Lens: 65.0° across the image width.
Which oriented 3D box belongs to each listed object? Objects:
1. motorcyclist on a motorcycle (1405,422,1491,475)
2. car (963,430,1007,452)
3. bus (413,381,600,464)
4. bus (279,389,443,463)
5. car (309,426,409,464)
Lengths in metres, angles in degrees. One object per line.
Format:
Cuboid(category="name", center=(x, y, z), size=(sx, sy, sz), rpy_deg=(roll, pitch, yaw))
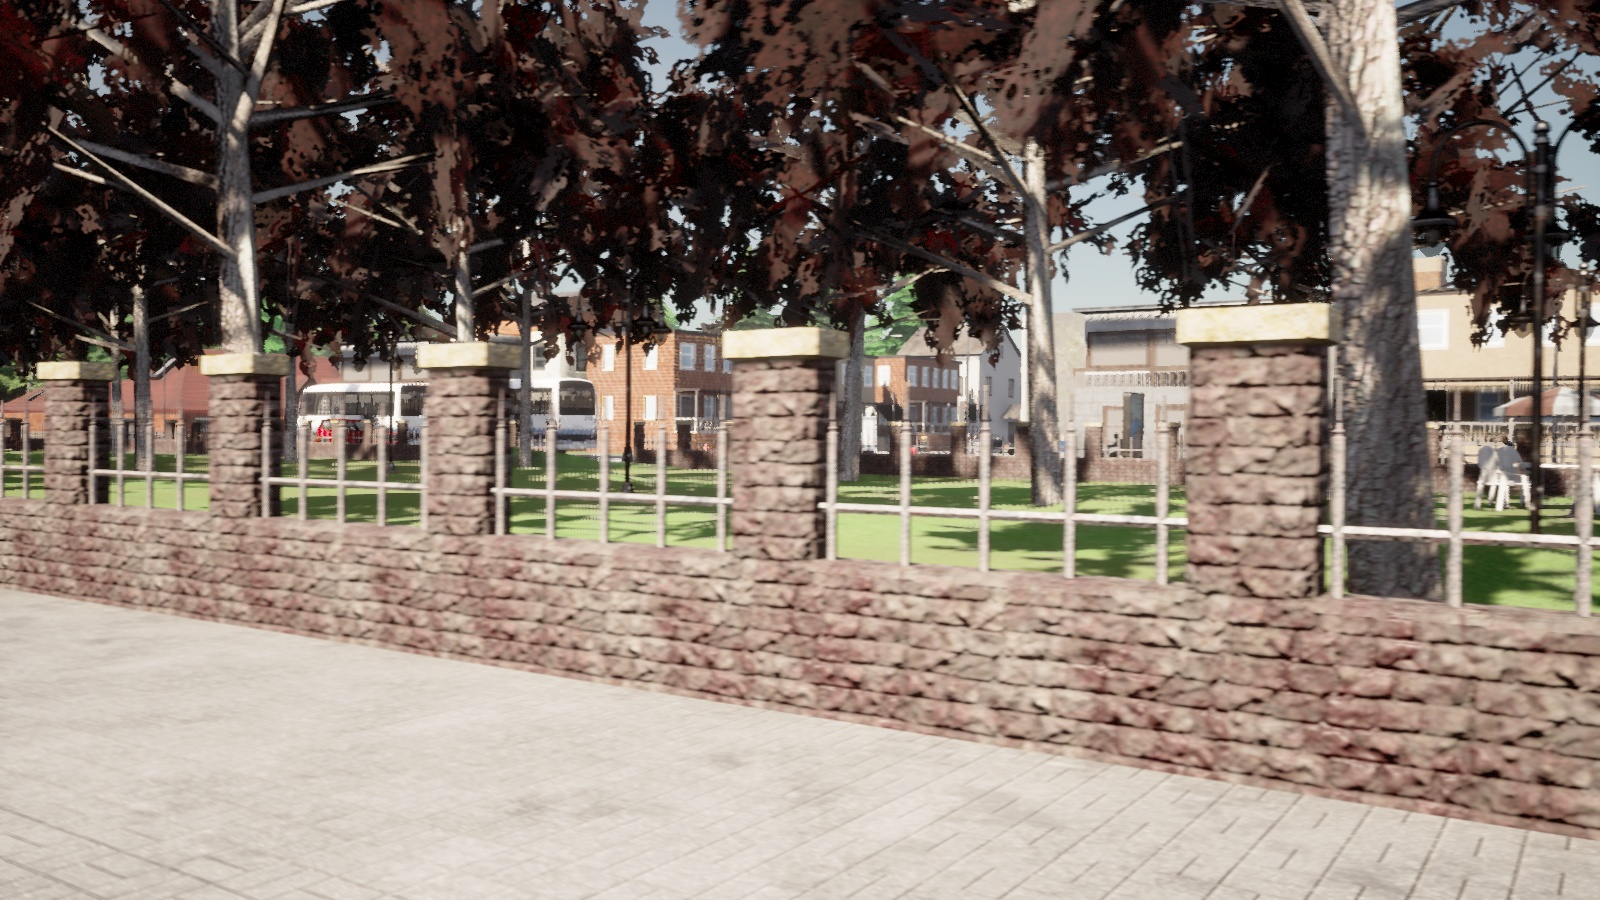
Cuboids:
Cuboid(category="motorcyclist on a motorcycle", center=(20.654, -0.052, 40.034), size=(2.350, 1.649, 0.766), rpy_deg=(0, 1, 34))
Cuboid(category="car", center=(13.808, -0.691, 93.487), size=(1.789, 1.549, 3.705), rpy_deg=(0, 1, 34))
Cuboid(category="bus", center=(-16.109, -1.435, 68.554), size=(10.273, 4.253, 3.944), rpy_deg=(0, 1, 34))
Cuboid(category="bus", center=(-26.817, -1.446, 76.475), size=(10.273, 4.253, 3.944), rpy_deg=(1, 1, 33))
Cuboid(category="car", center=(-24.664, -0.283, 70.109), size=(5.566, 2.045, 2.150), rpy_deg=(0, 1, 30))
